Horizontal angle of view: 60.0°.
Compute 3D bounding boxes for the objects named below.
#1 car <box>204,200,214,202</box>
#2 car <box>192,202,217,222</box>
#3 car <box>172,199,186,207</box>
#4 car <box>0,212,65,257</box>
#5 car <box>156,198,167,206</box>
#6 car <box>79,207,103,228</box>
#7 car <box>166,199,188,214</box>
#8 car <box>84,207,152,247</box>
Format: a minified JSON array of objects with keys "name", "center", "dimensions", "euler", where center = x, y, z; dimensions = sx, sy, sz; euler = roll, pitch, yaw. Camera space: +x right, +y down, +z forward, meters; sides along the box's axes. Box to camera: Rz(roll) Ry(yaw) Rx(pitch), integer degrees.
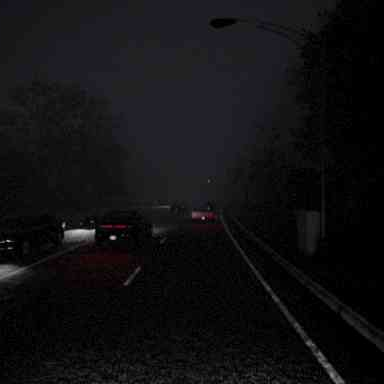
[{"name":"car","center":[2.333,1.904,45.394],"dimensions":[1.837,1.490,4.892],"euler":[0,0,5]},{"name":"car","center":[1.058,1.857,29.190],"dimensions":[1.895,1.301,4.718],"euler":[0,-1,4]},{"name":"car","center":[-2.536,2.092,66.850],"dimensions":[2.128,1.511,4.902],"euler":[0,0,7]},{"name":"car","center":[-6.812,1.620,13.485],"dimensions":[1.837,1.490,4.892],"euler":[0,0,2]},{"name":"car","center":[-6.008,2.084,67.268],"dimensions":[1.837,1.490,4.892],"euler":[0,0,7]},{"name":"car","center":[-6.389,1.767,23.534],"dimensions":[1.994,1.385,4.181],"euler":[0,-1,3]},{"name":"car","center":[-1.588,1.883,40.895],"dimensions":[1.812,1.442,4.674],"euler":[0,-1,5]},{"name":"car","center":[-3.079,1.628,15.716],"dimensions":[2.128,1.511,4.902],"euler":[0,-1,2]}]
